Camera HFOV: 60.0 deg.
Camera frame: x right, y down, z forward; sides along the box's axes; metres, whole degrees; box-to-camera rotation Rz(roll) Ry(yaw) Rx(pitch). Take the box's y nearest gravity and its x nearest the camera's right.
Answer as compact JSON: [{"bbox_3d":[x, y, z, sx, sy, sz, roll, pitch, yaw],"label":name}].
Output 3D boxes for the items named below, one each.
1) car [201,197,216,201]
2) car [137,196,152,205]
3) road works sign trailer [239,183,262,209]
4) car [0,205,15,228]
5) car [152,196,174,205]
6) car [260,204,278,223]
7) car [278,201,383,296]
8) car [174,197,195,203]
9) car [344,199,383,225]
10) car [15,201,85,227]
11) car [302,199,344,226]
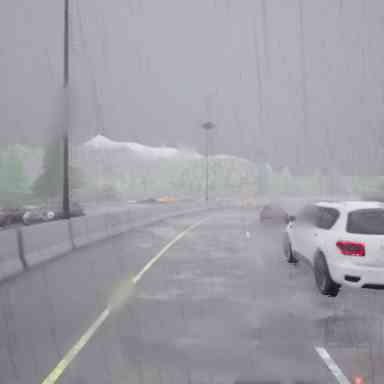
[{"bbox_3d":[3.141,1.666,62.097,1.994,1.385,4.181,0,0,24],"label":"car"},{"bbox_3d":[-8.317,1.543,62.108,1.882,1.535,5.008,0,0,23],"label":"car"},{"bbox_3d":[8.011,0.560,46.395,2.380,3.560,2.880,0,0,21],"label":"road works sign trailer"},{"bbox_3d":[-12.286,1.557,22.015,1.994,1.385,4.181,0,0,9],"label":"car"},{"bbox_3d":[-4.842,1.553,61.307,1.882,1.535,5.008,0,0,23],"label":"car"},{"bbox_3d":[6.273,1.623,25.646,1.994,1.385,4.181,0,0,11],"label":"car"},{"bbox_3d":[3.999,1.248,8.805,2.150,2.045,5.566,0,0,4],"label":"car"},{"bbox_3d":[-0.998,1.652,61.365,1.994,1.385,4.181,0,0,24],"label":"car"},{"bbox_3d":[13.375,1.434,25.493,2.097,1.767,4.553,0,0,11],"label":"car"},{"bbox_3d":[-8.819,1.356,21.548,2.097,1.767,4.553,0,0,9],"label":"car"},{"bbox_3d":[9.717,1.422,25.046,2.097,1.767,4.553,0,0,11],"label":"car"}]
